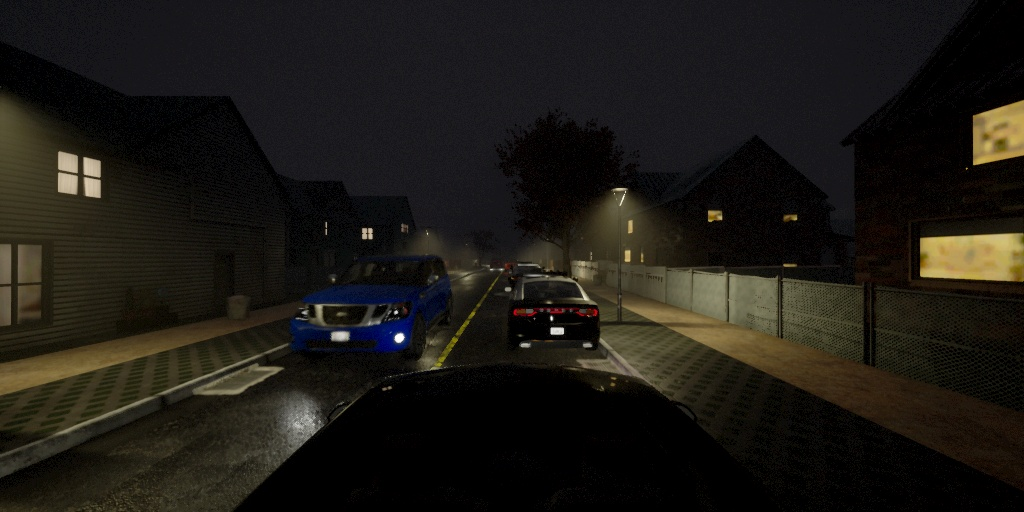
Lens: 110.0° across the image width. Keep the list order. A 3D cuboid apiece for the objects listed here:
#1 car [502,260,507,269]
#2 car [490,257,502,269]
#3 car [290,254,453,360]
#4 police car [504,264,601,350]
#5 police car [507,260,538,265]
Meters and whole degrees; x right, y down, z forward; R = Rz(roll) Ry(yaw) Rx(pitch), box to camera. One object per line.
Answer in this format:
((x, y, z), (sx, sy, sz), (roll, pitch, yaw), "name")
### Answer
((0.116, 1.209, 47.991), (2.097, 1.767, 4.553), (0, 0, 1), "car")
((-2.650, 1.163, 62.578), (2.150, 2.045, 5.566), (0, 0, 0), "car")
((-2.838, 0.974, 8.699), (2.150, 2.045, 5.566), (0, 0, 0), "car")
((0.837, 1.178, 9.177), (1.930, 1.638, 5.238), (0, 0, 0), "police car")
((0.854, 1.184, 19.178), (1.930, 1.638, 5.238), (0, 0, 0), "police car")
